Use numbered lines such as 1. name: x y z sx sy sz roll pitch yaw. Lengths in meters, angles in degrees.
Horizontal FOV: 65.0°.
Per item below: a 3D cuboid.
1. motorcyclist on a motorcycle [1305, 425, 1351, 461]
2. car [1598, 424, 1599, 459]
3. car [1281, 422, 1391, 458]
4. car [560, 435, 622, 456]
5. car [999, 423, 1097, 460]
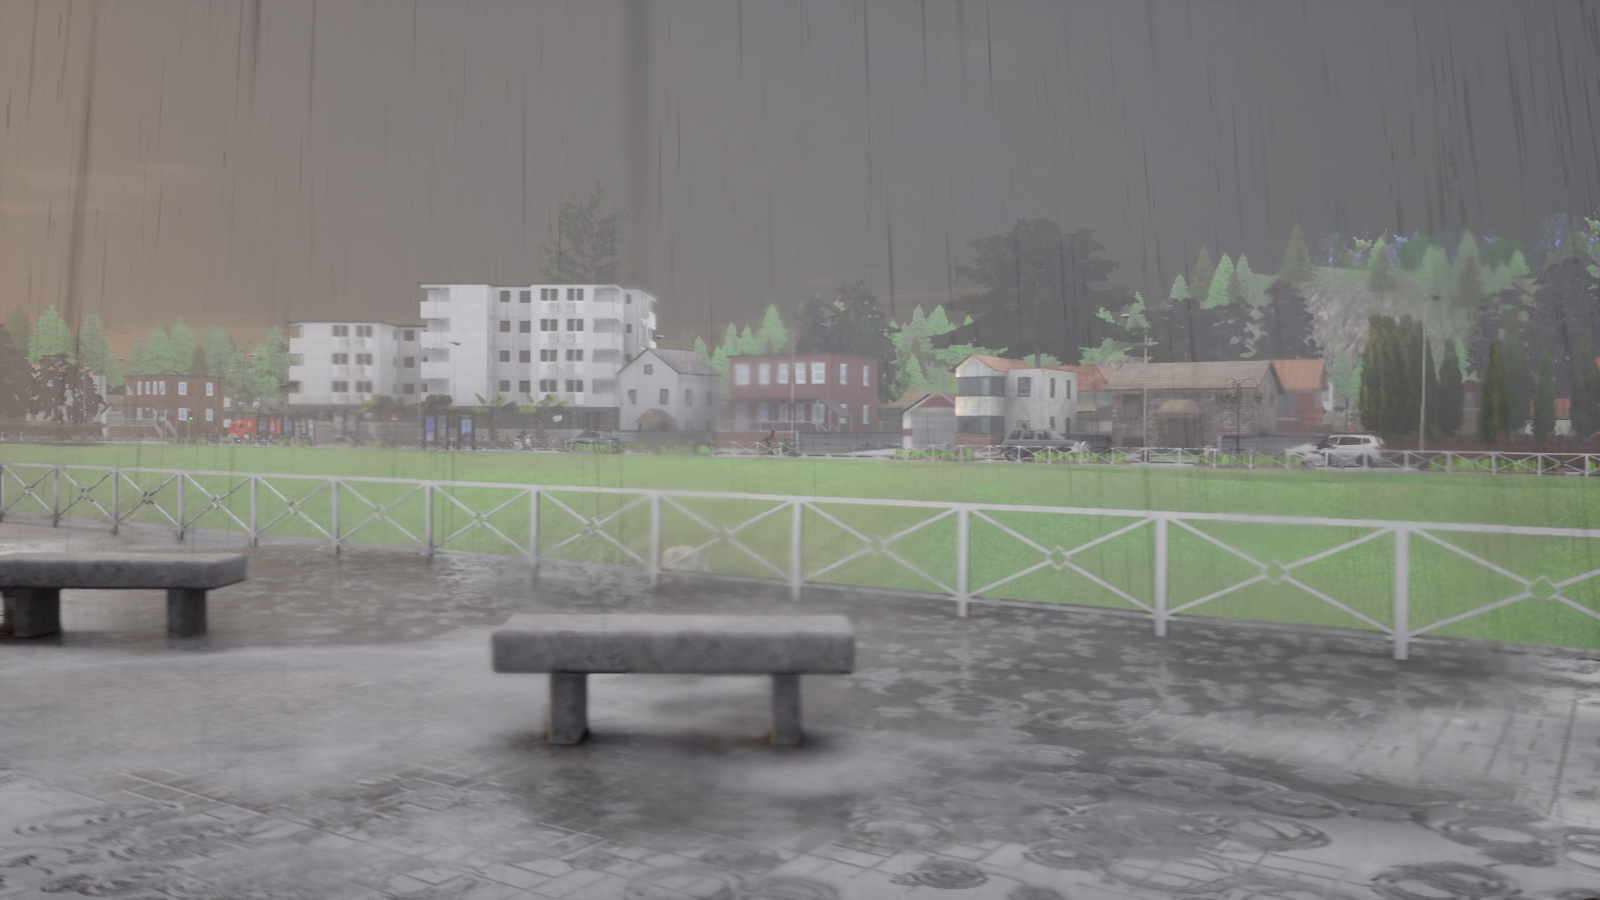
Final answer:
1. motorcyclist on a motorcycle: 24.138 -0.318 57.434 1.817 1.590 0.866 0 1 34
2. car: 36.865 -0.390 53.777 4.514 1.525 2.007 0 1 34
3. car: 26.018 -0.492 60.985 4.611 1.667 2.242 0 1 34
4. car: -14.650 -0.323 88.020 4.193 1.474 1.816 0 1 34
5. car: 12.808 -0.455 64.962 4.605 1.855 1.932 0 1 34
